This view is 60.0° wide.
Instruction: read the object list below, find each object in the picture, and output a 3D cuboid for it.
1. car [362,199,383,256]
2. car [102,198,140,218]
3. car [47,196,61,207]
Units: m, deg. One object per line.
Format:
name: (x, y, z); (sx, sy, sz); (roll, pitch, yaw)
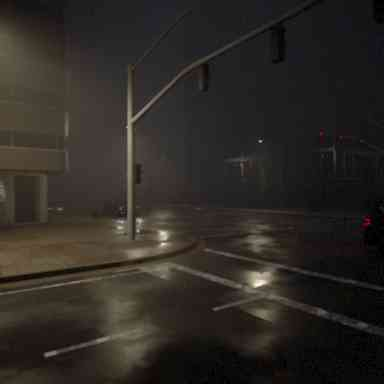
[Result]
car: (8.317, 1.245, 10.300); (2.150, 2.045, 5.566); (0, 0, -36)
car: (-6.578, 1.378, 30.621); (2.097, 1.767, 4.553); (0, 0, -36)
car: (-21.576, 1.383, 51.078); (1.882, 1.535, 5.008); (0, 0, -36)
